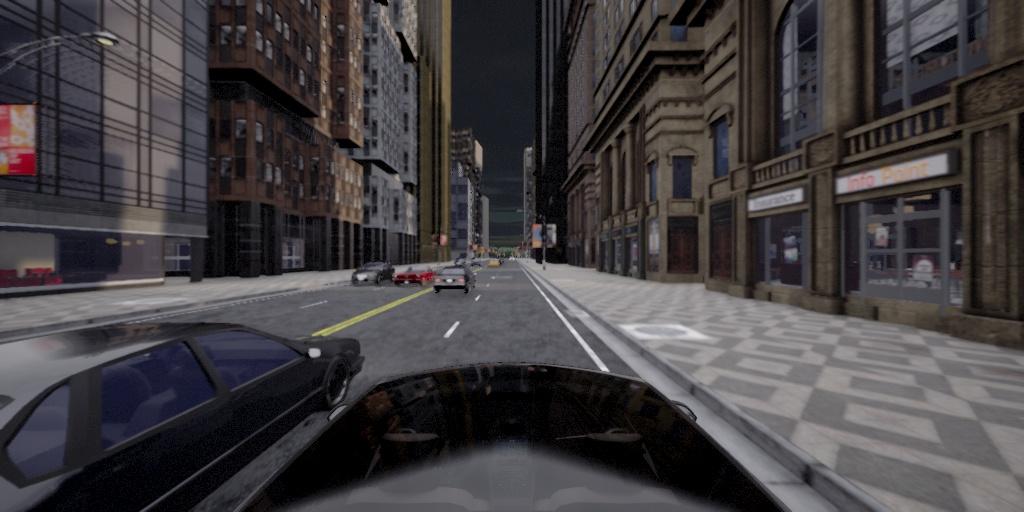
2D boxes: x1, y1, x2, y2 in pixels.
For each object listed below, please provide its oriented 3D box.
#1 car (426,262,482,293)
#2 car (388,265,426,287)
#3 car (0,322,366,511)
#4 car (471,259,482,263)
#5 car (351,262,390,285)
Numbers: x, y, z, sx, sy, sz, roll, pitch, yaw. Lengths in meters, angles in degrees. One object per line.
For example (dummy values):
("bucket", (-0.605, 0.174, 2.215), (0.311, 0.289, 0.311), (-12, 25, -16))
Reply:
("car", (-3.149, 1.286, 20.507), (2.033, 1.411, 5.357), (0, 0, 0))
("car", (-6.597, 1.337, 24.675), (1.895, 1.301, 4.718), (0, 0, 0))
("car", (-3.147, 1.296, 3.011), (2.033, 1.411, 5.357), (0, 0, 0))
("car", (-6.511, 1.279, 65.111), (2.033, 1.411, 5.357), (0, 0, 0))
("car", (-9.844, 1.227, 25.872), (2.128, 1.511, 4.902), (0, 0, 0))
